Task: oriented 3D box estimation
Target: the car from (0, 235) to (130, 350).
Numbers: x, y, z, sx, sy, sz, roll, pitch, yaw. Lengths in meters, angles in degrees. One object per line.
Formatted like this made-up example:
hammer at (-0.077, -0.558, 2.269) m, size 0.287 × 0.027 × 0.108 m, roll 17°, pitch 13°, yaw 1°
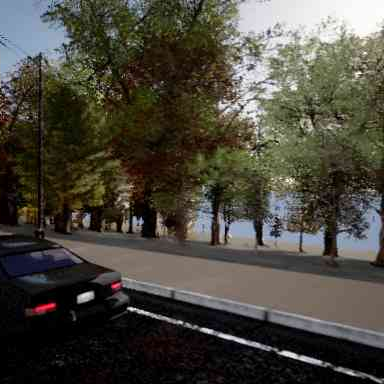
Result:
car at (-3.574, 1.543, 6.169) m, size 5.357 × 1.411 × 2.033 m, roll 0°, pitch 0°, yaw 35°
